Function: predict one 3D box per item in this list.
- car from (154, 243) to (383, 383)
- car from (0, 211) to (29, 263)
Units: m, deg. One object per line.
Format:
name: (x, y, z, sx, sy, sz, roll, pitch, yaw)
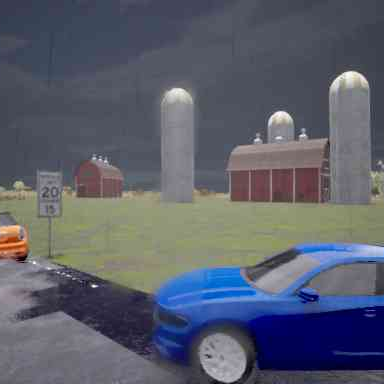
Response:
car: (1.982, 1.498, 4.732, 5.008, 1.535, 1.882, 1, 0, -1)
car: (-7.276, 1.353, 11.033, 4.553, 1.767, 2.097, 0, 0, 42)
